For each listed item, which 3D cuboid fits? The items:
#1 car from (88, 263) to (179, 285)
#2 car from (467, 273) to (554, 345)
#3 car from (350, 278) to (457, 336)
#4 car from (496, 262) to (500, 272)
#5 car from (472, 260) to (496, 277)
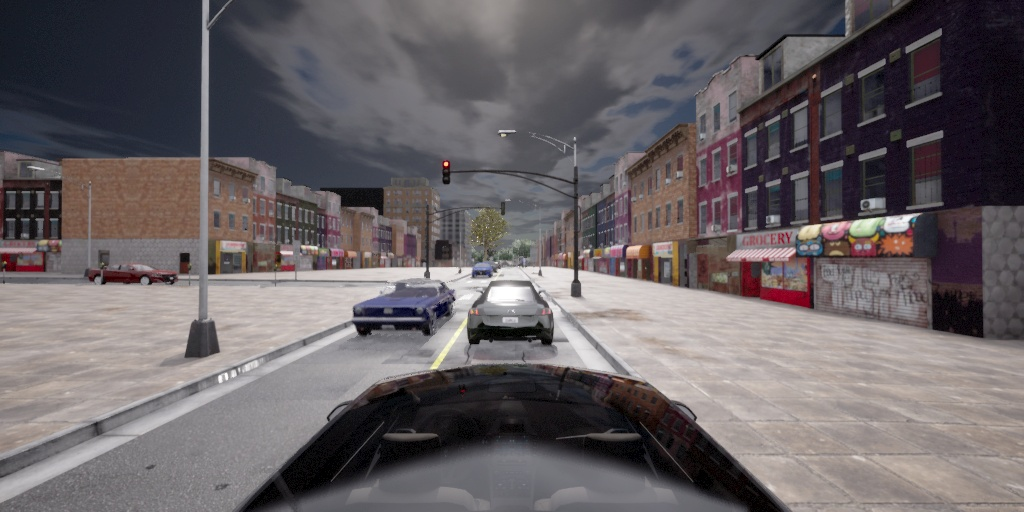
[{"bbox_3d":[-23.344,1.115,22.198,4.507,1.381,1.888,0,0,0],"label":"car"},{"bbox_3d":[-0.033,1.324,9.570,1.994,1.385,4.181,0,0,0],"label":"car"},{"bbox_3d":[-2.890,1.363,10.541,1.895,1.301,4.718,0,0,0],"label":"car"},{"bbox_3d":[-3.087,1.386,48.188,2.097,1.767,4.553,0,-1,0],"label":"car"},{"bbox_3d":[-3.031,1.410,37.397,1.882,1.535,5.008,0,0,0],"label":"car"}]
